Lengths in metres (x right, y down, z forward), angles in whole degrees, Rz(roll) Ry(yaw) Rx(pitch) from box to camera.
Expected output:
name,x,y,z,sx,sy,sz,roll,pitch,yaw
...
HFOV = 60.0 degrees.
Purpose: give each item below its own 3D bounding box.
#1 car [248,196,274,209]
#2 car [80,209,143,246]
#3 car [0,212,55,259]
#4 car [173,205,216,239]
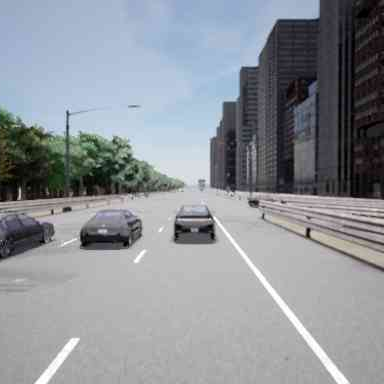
name,x,y,z,sx,sy,sz,roll,pitch,yaw
car,8.326,1.194,40.455,2.128,1.511,4.902,0,1,-11
car,-3.388,1.443,14.621,1.994,1.385,4.181,0,0,0
car,-6.891,1.447,12.100,2.033,1.411,5.357,0,0,0
car,0.112,1.357,16.287,2.128,1.511,4.902,0,0,0
